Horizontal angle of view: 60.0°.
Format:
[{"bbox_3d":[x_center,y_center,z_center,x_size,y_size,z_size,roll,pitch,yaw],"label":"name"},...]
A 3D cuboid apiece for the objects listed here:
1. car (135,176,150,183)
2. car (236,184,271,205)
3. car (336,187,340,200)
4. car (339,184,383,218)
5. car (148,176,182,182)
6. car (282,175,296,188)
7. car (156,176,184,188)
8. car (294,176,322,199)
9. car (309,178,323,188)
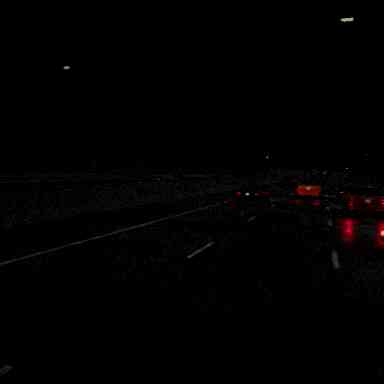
[{"bbox_3d":[-6.106,-1.566,45.562,1.994,1.385,4.181,3,4,22],"label":"car"},{"bbox_3d":[4.700,0.080,24.940,2.033,1.411,5.357,3,4,21],"label":"car"},{"bbox_3d":[14.687,-0.011,31.339,2.033,1.411,5.357,3,4,22],"label":"car"},{"bbox_3d":[10.072,0.399,19.552,2.097,1.767,4.553,3,4,22],"label":"car"},{"bbox_3d":[-2.499,-0.788,35.761,1.895,1.301,4.718,3,4,22],"label":"car"},{"bbox_3d":[15.604,-1.657,52.421,2.150,2.045,5.566,3,4,21],"label":"car"},{"bbox_3d":[-2.874,-1.417,44.227,1.812,1.442,4.674,3,4,22],"label":"car"},{"bbox_3d":[11.493,-0.388,32.572,2.097,1.767,4.553,3,4,21],"label":"car"},{"bbox_3d":[22.429,-1.670,60.191,2.128,1.511,4.902,3,4,21],"label":"car"}]
